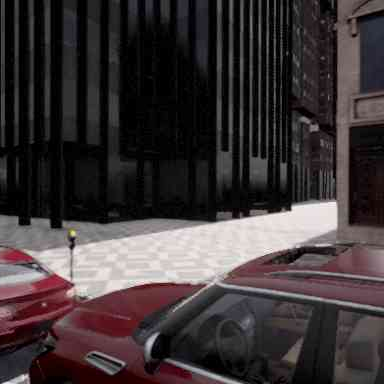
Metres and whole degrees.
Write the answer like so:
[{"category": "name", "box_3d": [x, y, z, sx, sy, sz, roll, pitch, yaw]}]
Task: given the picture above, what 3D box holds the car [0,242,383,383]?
[{"category": "car", "box_3d": [0.980, 1.315, 2.259, 5.009, 1.841, 2.192, 0, 0, 35]}]
